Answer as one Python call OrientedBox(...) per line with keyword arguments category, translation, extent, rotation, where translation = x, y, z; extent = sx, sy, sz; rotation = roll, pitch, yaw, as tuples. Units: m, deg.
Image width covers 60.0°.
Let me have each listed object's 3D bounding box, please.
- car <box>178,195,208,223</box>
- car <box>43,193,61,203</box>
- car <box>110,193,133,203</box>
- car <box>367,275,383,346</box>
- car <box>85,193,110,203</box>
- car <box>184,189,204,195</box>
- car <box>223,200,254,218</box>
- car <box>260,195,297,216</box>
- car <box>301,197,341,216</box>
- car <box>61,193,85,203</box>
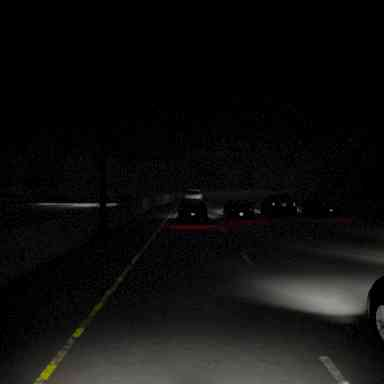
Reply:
OrientedBox(category="car", translation=(0.046, 1.181, 22.853), extent=(1.882, 1.535, 5.008), rotation=(0, 1, 0))
OrientedBox(category="car", translation=(-20.337, 0.898, 50.351), extent=(2.033, 1.411, 5.357), rotation=(0, 1, 5))
OrientedBox(category="car", translation=(-9.939, 0.878, 48.668), extent=(1.837, 1.490, 4.892), rotation=(0, 0, 5))
OrientedBox(category="car", translation=(3.593, 1.462, 3.131), extent=(1.837, 1.490, 4.892), rotation=(0, 1, 0))
OrientedBox(category="car", translation=(-13.424, 0.860, 48.989), extent=(2.128, 1.511, 4.902), rotation=(0, 1, 5))
OrientedBox(category="car", translation=(0.250, 0.698, 40.524), extent=(2.150, 2.045, 5.566), rotation=(0, 1, 2))
OrientedBox(category="car", translation=(3.538, 1.261, 26.102), extent=(1.895, 1.301, 4.718), rotation=(0, 1, 0))
OrientedBox(category="car", translation=(7.035, 0.994, 27.469), extent=(2.097, 1.767, 4.553), rotation=(0, 1, 0))
OrientedBox(category="car", translation=(10.535, 1.132, 27.564), extent=(2.128, 1.511, 4.902), rotation=(0, 1, 0))
OrientedBox(category="car", translation=(-16.939, 0.894, 48.938), extent=(1.812, 1.442, 4.674), rotation=(0, 1, 5))
